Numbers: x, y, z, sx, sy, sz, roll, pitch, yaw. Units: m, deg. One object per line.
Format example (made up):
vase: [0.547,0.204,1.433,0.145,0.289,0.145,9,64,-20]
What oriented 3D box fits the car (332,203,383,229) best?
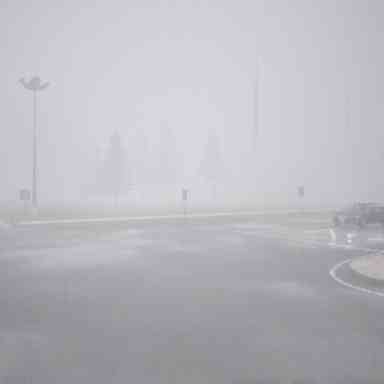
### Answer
car: [11.172,1.478,21.780,4.902,1.511,2.128,0,0,-35]
